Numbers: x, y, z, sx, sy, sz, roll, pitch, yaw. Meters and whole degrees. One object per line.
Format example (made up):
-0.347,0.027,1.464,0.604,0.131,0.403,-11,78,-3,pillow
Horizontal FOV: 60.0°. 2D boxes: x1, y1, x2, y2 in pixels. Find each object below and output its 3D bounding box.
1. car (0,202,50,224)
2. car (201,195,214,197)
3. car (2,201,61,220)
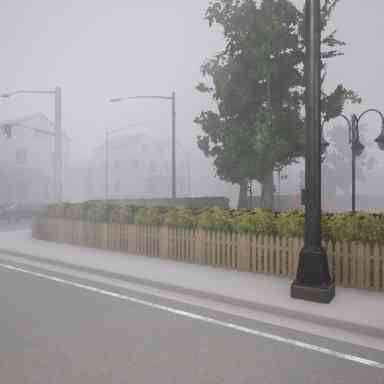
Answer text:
-12.445,1.491,25.051,2.128,1.511,4.902,0,0,35,car
2.139,1.351,52.372,2.097,1.767,4.553,0,0,35,car
-14.016,1.564,29.263,1.994,1.385,4.181,0,0,35,car
